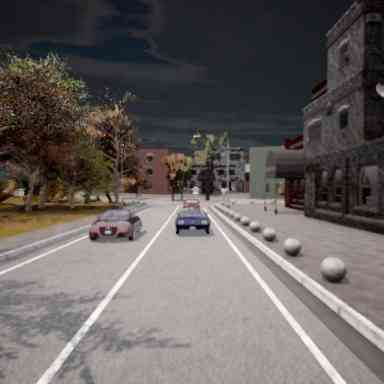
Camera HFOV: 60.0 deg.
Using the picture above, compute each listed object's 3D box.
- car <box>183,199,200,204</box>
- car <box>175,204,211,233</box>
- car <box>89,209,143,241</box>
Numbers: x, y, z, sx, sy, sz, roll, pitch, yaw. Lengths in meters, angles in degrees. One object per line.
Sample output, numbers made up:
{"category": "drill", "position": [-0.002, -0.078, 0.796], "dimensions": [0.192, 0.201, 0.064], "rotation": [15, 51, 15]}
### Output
{"category": "car", "position": [-0.045, 1.467, 36.534], "dimensions": [1.812, 1.442, 4.674], "rotation": [0, 0, 0]}
{"category": "car", "position": [0.021, 1.586, 19.413], "dimensions": [1.895, 1.301, 4.718], "rotation": [0, 0, -1]}
{"category": "car", "position": [-3.661, 1.556, 16.522], "dimensions": [1.994, 1.385, 4.181], "rotation": [0, 0, 0]}
